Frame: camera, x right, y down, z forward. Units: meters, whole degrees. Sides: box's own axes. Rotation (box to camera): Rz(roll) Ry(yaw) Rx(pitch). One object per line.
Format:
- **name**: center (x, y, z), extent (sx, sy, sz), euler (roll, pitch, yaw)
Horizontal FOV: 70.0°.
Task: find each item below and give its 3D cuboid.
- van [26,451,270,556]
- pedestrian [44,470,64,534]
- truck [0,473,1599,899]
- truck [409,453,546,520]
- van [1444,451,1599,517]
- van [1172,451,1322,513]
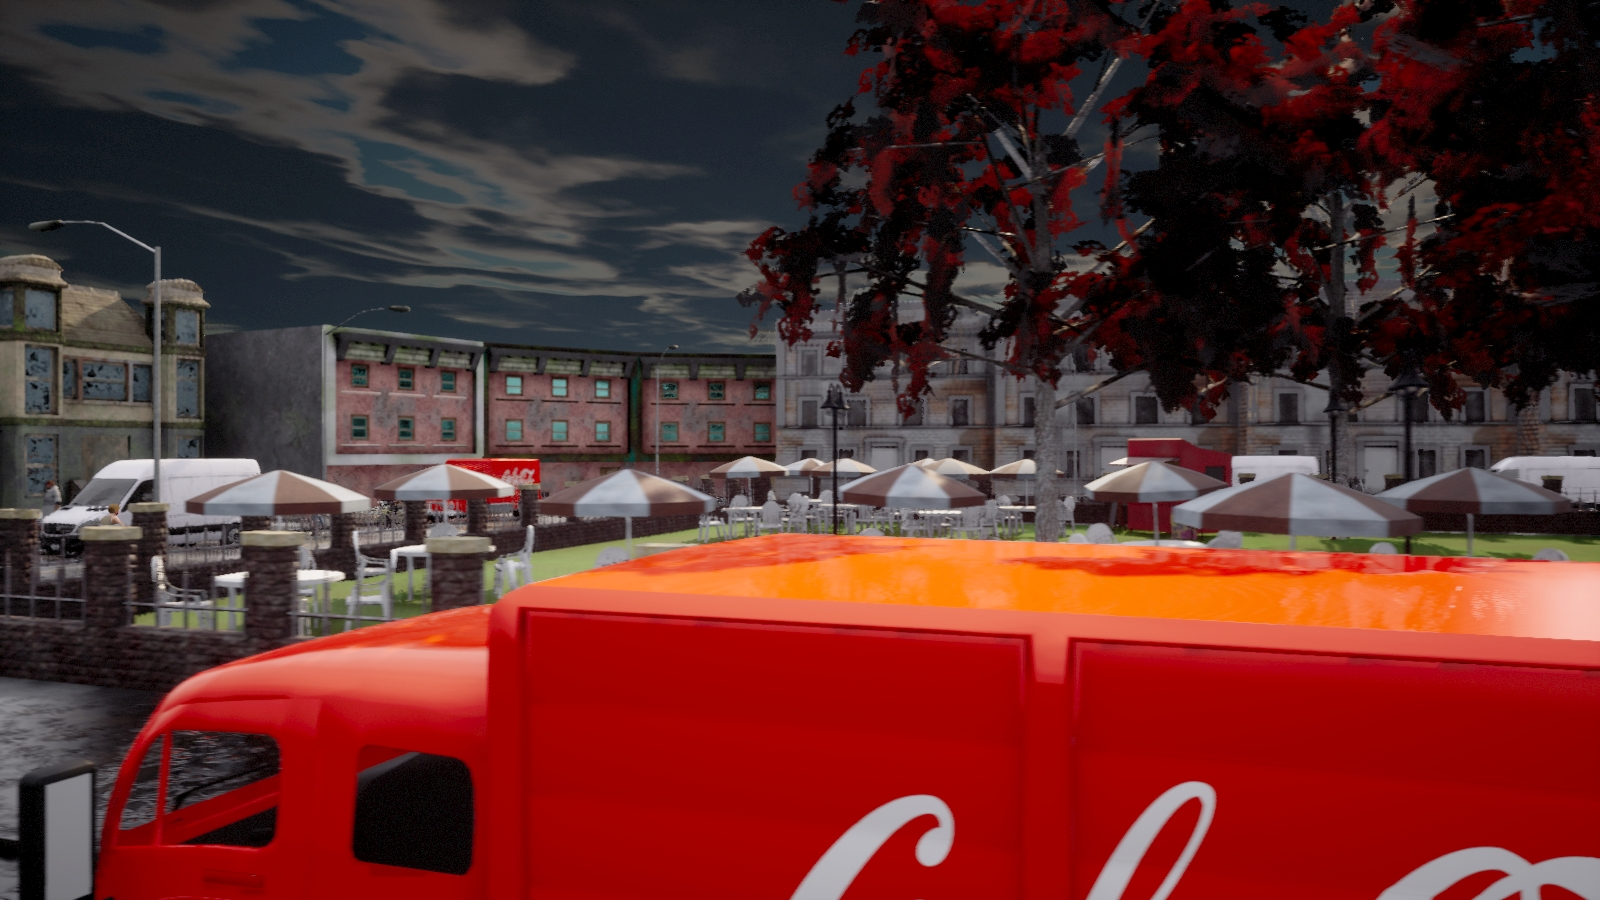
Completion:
- **van**: center (-17.492, 1.315, 31.116), extent (1.988, 2.561, 5.915), euler (0, 0, 20)
- **pedestrian**: center (-21.964, 1.526, 33.638), extent (0.375, 1.860, 0.375), euler (0, 0, 27)
- **truck**: center (0.272, 1.348, 3.693), extent (5.204, 2.467, 2.627), euler (0, 0, 19)
- **truck**: center (-12.563, 1.349, 44.913), extent (2.627, 2.467, 5.204), euler (0, 0, 20)
- **van**: center (29.272, 1.316, 45.654), extent (5.915, 2.561, 1.988), euler (0, 0, 20)
- **van**: center (19.167, 1.316, 49.245), extent (5.915, 2.561, 1.988), euler (0, 0, 20)
